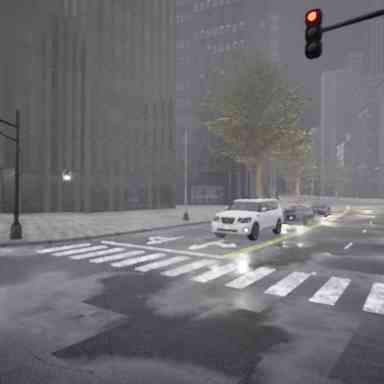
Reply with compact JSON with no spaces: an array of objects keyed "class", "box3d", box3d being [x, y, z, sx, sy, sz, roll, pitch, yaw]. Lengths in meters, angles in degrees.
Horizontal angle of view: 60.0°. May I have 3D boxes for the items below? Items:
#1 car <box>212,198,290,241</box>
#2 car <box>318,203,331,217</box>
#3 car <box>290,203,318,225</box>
[{"class":"car","box3d":[3.233,1.383,18.267,2.150,2.045,5.566,0,0,35]},{"class":"car","box3d":[13.759,1.865,35.694,2.033,1.411,5.357,0,0,29]},{"class":"car","box3d":[8.484,1.802,26.731,1.994,1.385,4.181,0,0,31]}]
